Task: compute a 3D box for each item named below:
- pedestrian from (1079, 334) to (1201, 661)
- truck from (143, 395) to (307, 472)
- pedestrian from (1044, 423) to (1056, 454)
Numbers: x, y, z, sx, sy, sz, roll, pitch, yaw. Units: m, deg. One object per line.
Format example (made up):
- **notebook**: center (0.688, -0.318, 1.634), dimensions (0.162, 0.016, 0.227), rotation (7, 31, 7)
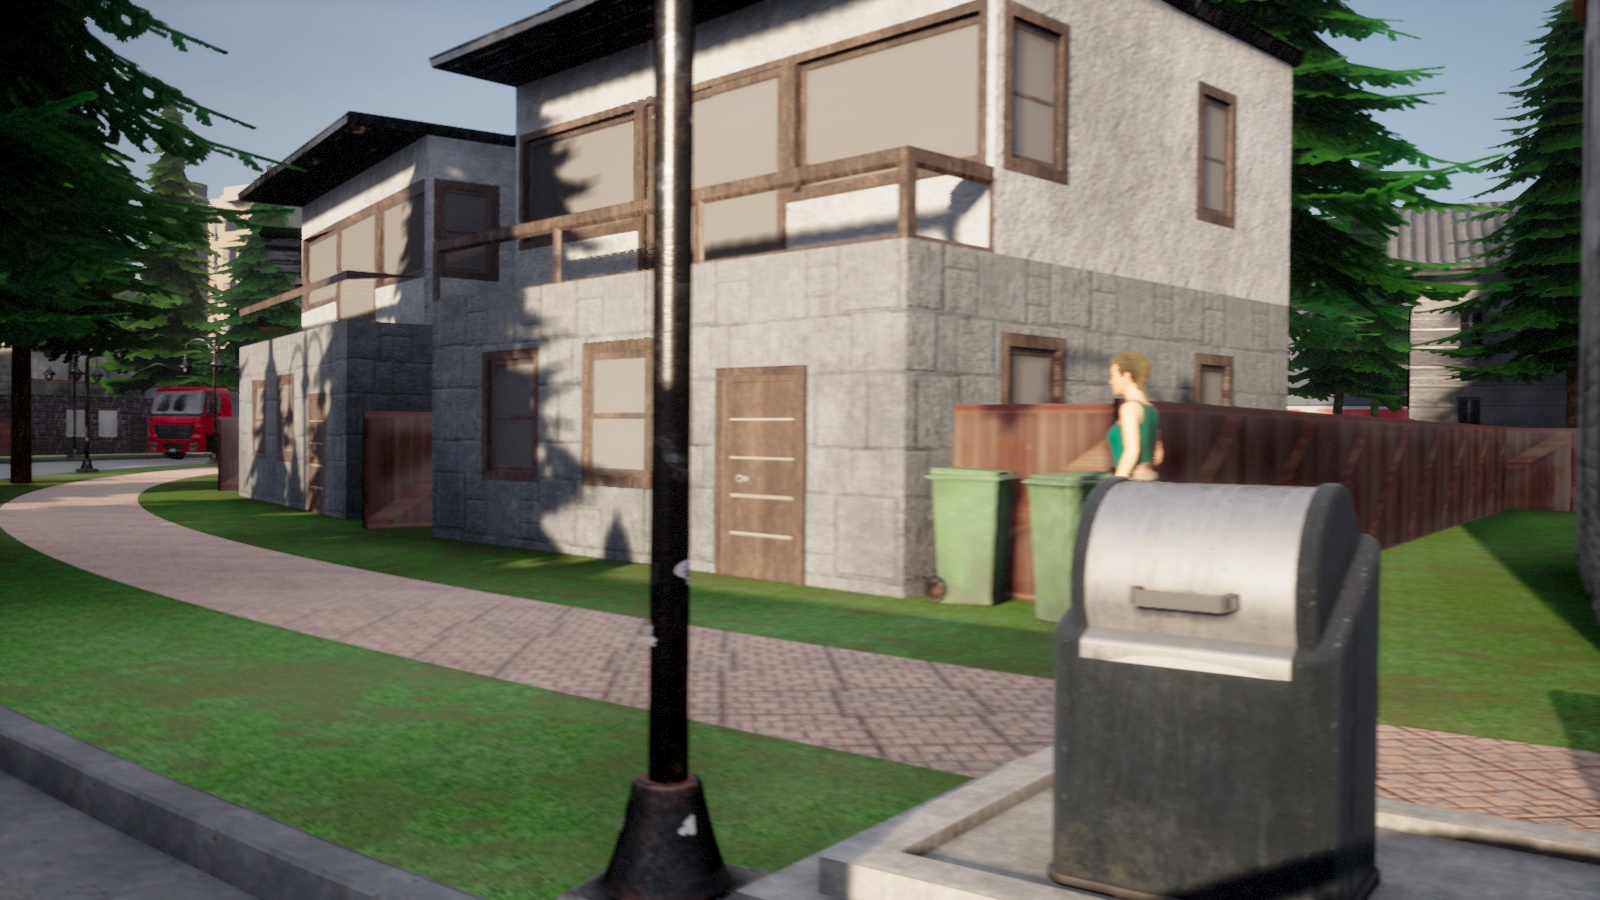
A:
- **pedestrian**: center (1.988, 0.266, 7.354), dimensions (0.594, 1.836, 0.345), rotation (0, 1, 37)
- **truck**: center (-27.420, -0.791, 60.363), dimensions (2.891, 3.462, 7.936), rotation (0, 1, 13)
- **pedestrian**: center (14.777, -0.665, 74.190), dimensions (0.634, 1.846, 0.331), rotation (0, 1, 24)
